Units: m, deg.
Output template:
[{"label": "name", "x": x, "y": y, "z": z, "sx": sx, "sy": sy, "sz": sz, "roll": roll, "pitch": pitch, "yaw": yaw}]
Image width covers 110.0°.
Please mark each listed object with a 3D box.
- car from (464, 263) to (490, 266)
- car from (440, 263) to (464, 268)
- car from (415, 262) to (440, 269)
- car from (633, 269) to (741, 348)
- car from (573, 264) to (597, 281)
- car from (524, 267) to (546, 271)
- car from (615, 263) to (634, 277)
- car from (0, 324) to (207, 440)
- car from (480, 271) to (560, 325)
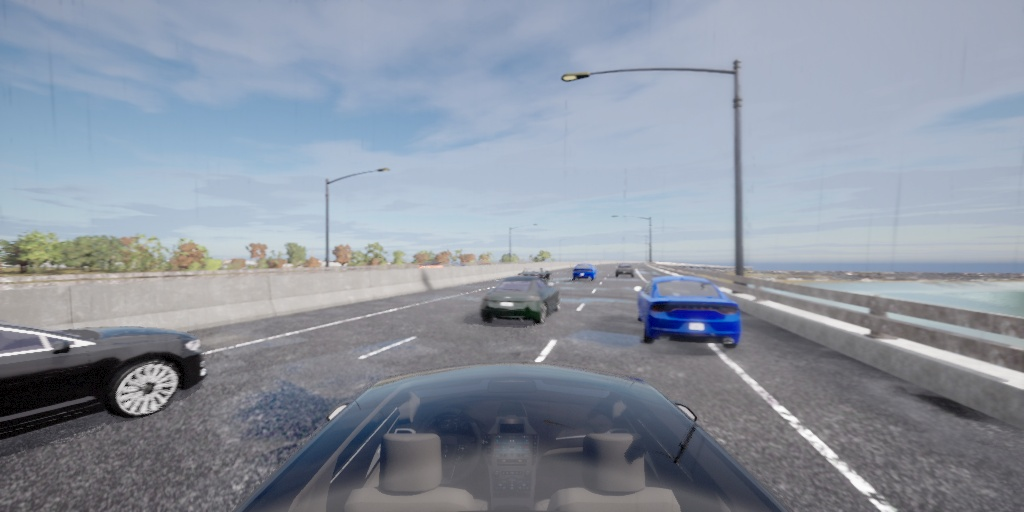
[{"label": "car", "x": -3.916, "y": 1.630, "z": 46.469, "sx": 1.882, "sy": 1.535, "sz": 5.008, "roll": -1, "pitch": -1, "yaw": 18}, {"label": "car", "x": -7.238, "y": 1.706, "z": 47.568, "sx": 1.812, "sy": 1.442, "sz": 4.674, "roll": 0, "pitch": -1, "yaw": 18}, {"label": "car", "x": -10.994, "y": 1.551, "z": 47.305, "sx": 2.097, "sy": 1.767, "sz": 4.553, "roll": 0, "pitch": -1, "yaw": 18}, {"label": "car", "x": 4.373, "y": 1.265, "z": 9.503, "sx": 1.882, "sy": 1.535, "sz": 5.008, "roll": 0, "pitch": 0, "yaw": 17}, {"label": "car", "x": 6.841, "y": 1.451, "z": 33.399, "sx": 1.882, "sy": 1.535, "sz": 5.008, "roll": -1, "pitch": 0, "yaw": 17}, {"label": "car", "x": 1.979, "y": 1.569, "z": 29.560, "sx": 1.895, "sy": 1.301, "sz": 4.718, "roll": 0, "pitch": -1, "yaw": 17}, {"label": "car", "x": 12.138, "y": 1.482, "z": 38.615, "sx": 2.128, "sy": 1.511, "sz": 4.902, "roll": 0, "pitch": 0, "yaw": 18}, {"label": "car", "x": -5.896, "y": 1.288, "z": 3.388, "sx": 2.128, "sy": 1.511, "sz": 4.902, "roll": 0, "pitch": -1, "yaw": 16}, {"label": "car", "x": 0.431, "y": 1.398, "z": 12.440, "sx": 1.994, "sy": 1.385, "sz": 4.181, "roll": 0, "pitch": 0, "yaw": 17}]
